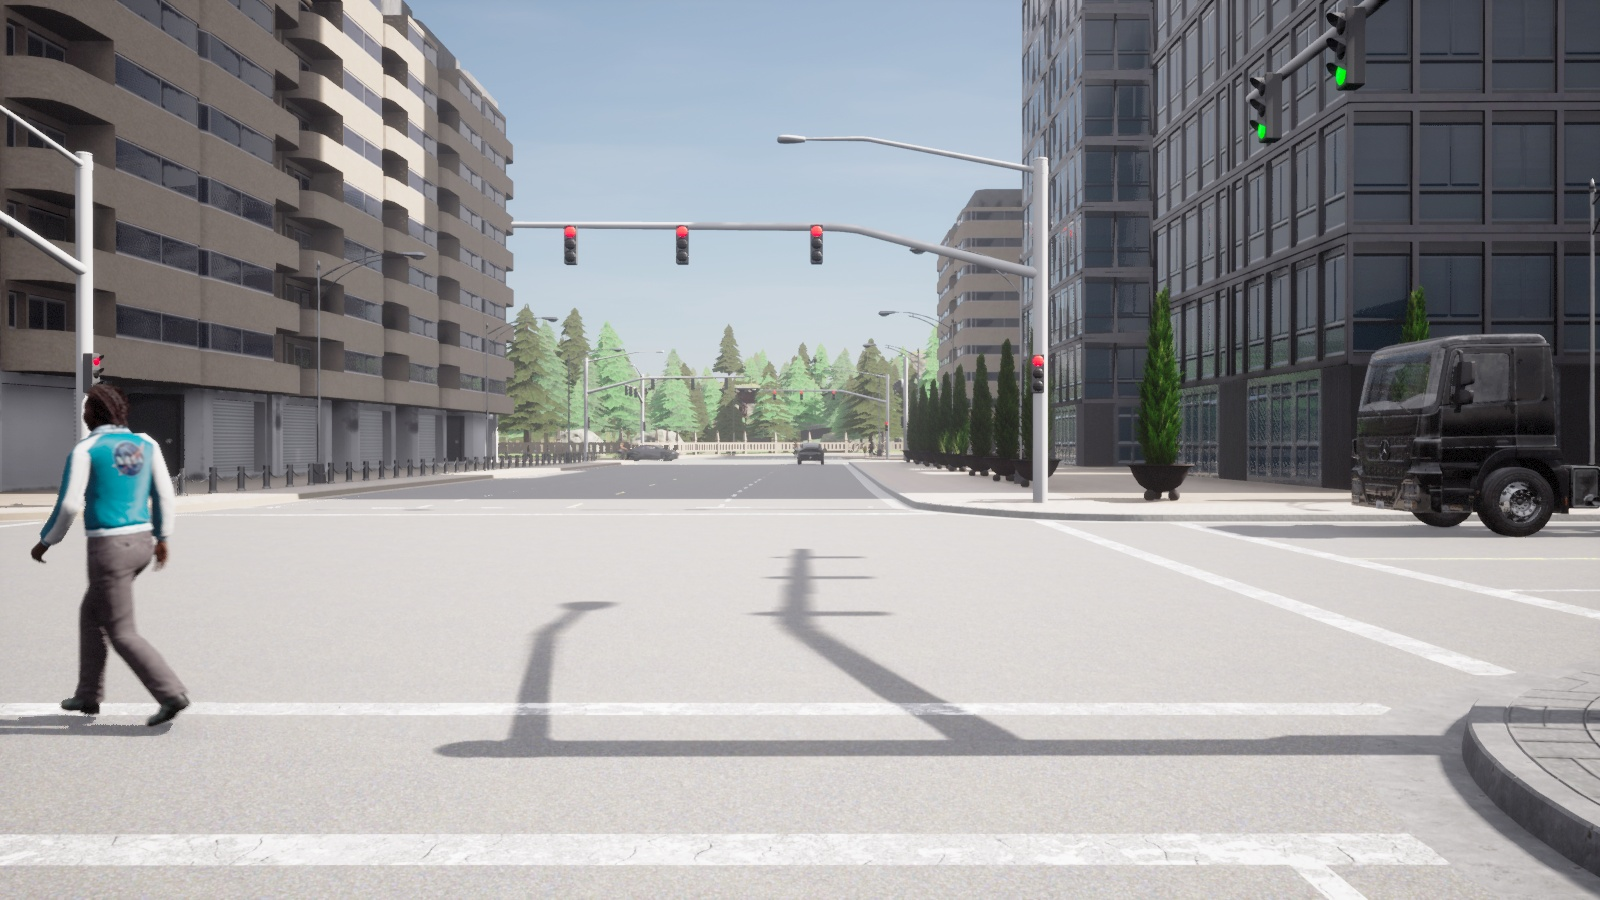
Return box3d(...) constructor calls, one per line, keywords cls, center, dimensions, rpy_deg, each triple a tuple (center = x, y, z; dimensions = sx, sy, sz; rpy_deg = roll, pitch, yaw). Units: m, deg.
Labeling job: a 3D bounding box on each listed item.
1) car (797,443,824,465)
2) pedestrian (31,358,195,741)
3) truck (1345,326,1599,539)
box3d(cls="car", center=(0.767, 0.258, 87.440), dimensions=(1.837, 1.490, 4.892), rpy_deg=(0, 0, 1))
box3d(cls="pedestrian", center=(-3.623, 0.500, 6.634), dimensions=(0.692, 1.930, 0.396), rpy_deg=(0, 0, 19))
box3d(cls="truck", center=(14.069, -0.292, 21.800), dimensions=(7.936, 3.462, 2.891), rpy_deg=(0, 0, 1))
